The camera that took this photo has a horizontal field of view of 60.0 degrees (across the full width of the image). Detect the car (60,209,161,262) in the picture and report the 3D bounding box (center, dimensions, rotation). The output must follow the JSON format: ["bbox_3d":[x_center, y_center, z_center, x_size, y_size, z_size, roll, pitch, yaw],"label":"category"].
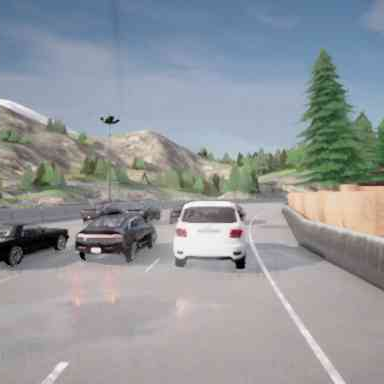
[{"bbox_3d":[-2.677,1.607,12.659,2.128,1.511,4.902,0,-1,7],"label":"car"}]

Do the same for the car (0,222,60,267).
[{"bbox_3d":[-6.282,1.711,11.925,1.895,1.301,4.718,0,-1,6],"label":"car"}]

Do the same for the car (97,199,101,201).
[{"bbox_3d":[-17.714,2.144,65.761,2.033,1.411,5.357,0,-1,23],"label":"car"}]

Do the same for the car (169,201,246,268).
[{"bbox_3d":[0.746,1.335,11.948,2.150,2.045,5.566,0,0,6],"label":"car"}]

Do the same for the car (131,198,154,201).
[{"bbox_3d":[-8.447,1.909,60.721,2.097,1.767,4.553,0,-1,23],"label":"car"}]

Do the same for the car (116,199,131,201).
[{"bbox_3d":[-11.559,2.049,62.300,1.882,1.535,5.008,0,-1,23],"label":"car"}]

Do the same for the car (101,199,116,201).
[{"bbox_3d":[-14.648,2.085,63.989,2.128,1.511,4.902,0,-1,23],"label":"car"}]

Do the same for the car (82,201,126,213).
[{"bbox_3d":[-7.406,1.748,27.871,2.128,1.511,4.902,0,0,12],"label":"car"}]

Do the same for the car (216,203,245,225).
[{"bbox_3d":[3.316,1.735,27.847,1.882,1.535,5.008,0,-1,12],"label":"car"}]

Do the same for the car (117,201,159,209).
[{"bbox_3d":[-3.941,1.744,27.363,2.128,1.511,4.902,0,0,12],"label":"car"}]

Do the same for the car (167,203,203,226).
[{"bbox_3d":[-0.457,1.755,26.929,1.837,1.490,4.892,0,0,12],"label":"car"}]
